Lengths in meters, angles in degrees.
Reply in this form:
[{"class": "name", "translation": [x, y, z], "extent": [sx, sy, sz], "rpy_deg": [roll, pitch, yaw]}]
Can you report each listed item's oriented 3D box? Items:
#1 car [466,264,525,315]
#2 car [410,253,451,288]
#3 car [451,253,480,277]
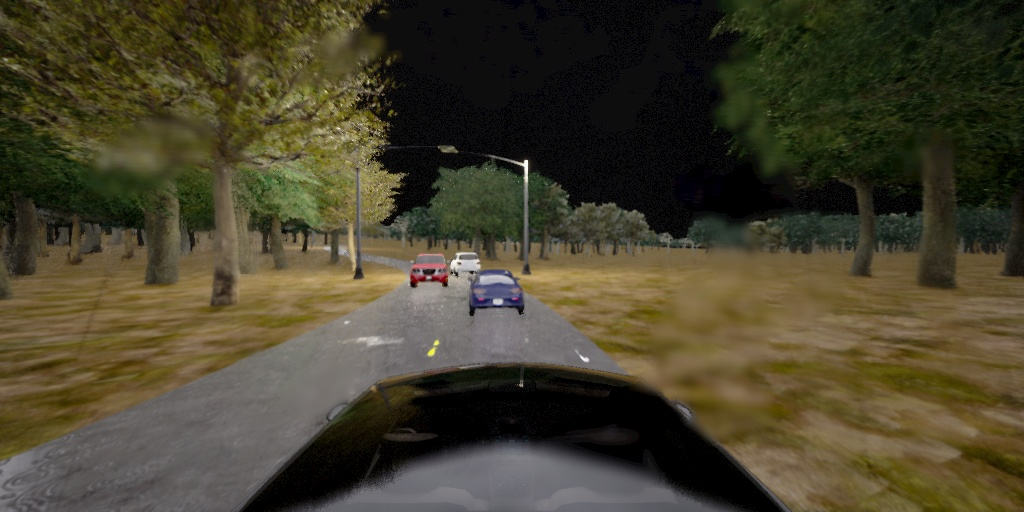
[{"class": "car", "translation": [-0.647, 1.201, 13.159], "extent": [1.812, 1.442, 4.674], "rpy_deg": [0, 0, -6]}, {"class": "car", "translation": [-5.127, 0.840, 22.710], "extent": [2.150, 2.045, 5.566], "rpy_deg": [0, 0, -11]}, {"class": "car", "translation": [-4.205, 0.732, 31.936], "extent": [2.150, 2.045, 5.566], "rpy_deg": [0, 1, -15]}]
